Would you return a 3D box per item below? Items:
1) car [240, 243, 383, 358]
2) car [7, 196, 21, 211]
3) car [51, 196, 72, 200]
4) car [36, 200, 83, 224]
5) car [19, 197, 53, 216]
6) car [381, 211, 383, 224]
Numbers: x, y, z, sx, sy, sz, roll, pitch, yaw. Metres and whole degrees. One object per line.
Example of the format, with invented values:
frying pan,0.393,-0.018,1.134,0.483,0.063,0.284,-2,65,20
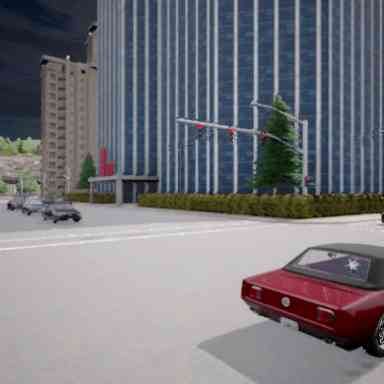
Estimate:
car,3.199,1.607,6.028,4.718,1.301,1.895,0,0,-35
car,-21.436,1.359,41.204,2.097,1.767,4.553,0,0,-36
car,-19.681,1.506,51.034,2.128,1.511,4.902,0,0,-36
car,-10.062,1.554,25.444,2.033,1.411,5.357,0,0,-36
car,-15.650,1.533,33.196,1.812,1.442,4.674,0,0,-36
car,15.338,1.380,23.527,4.553,1.767,2.097,0,0,-35
